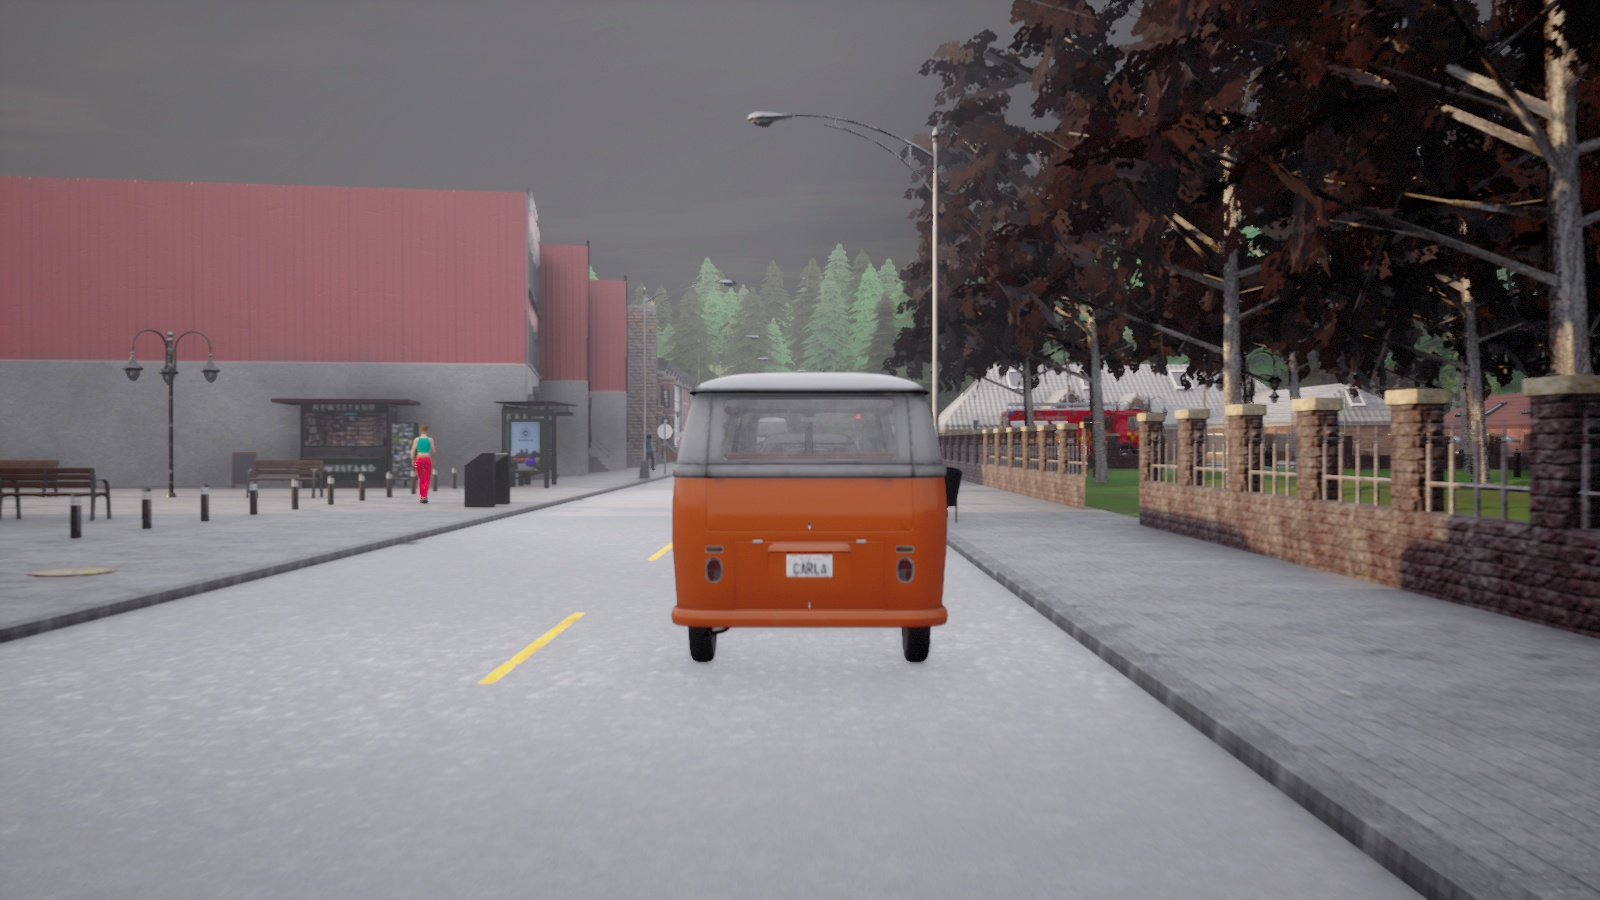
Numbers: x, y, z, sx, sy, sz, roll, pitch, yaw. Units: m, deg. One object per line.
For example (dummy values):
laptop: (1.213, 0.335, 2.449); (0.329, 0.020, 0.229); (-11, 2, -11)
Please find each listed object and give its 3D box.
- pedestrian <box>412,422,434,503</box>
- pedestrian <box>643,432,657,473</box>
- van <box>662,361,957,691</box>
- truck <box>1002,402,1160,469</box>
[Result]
pedestrian: (-8.655, 0.287, 28.834); (0.345, 1.836, 0.594); (0, 0, -3)
pedestrian: (-7.154, 0.106, 59.939); (0.396, 1.930, 0.692); (0, 0, 21)
van: (0.071, 0.444, 9.794); (1.775, 1.987, 4.442); (0, 0, 0)
truck: (16.244, -0.816, 72.943); (8.468, 3.827, 2.891); (0, 0, -1)
